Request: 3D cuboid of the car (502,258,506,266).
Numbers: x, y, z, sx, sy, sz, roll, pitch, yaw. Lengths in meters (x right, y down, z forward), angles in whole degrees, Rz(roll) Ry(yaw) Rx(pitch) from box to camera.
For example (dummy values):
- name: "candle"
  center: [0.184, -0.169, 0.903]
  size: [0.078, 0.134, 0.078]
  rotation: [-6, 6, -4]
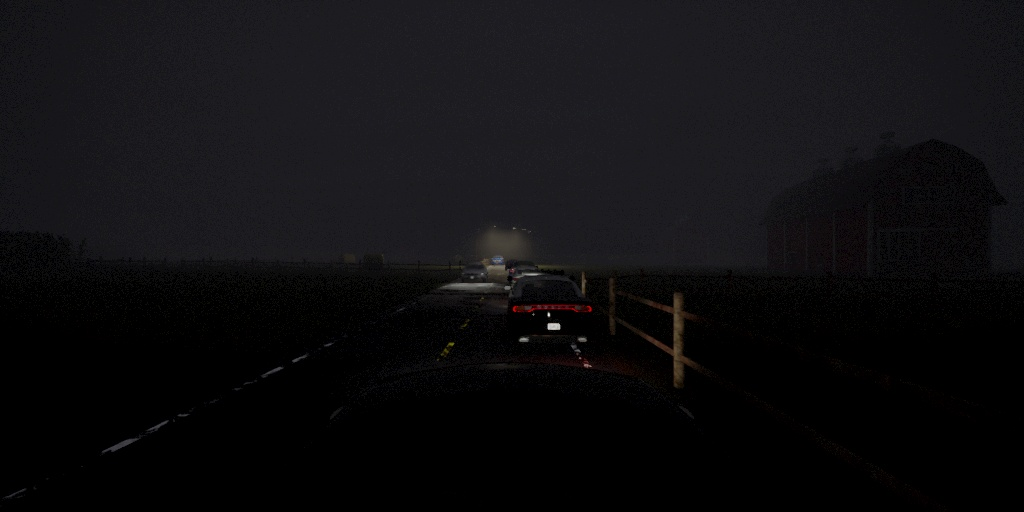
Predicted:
- name: "car"
  center: [0.020, 1.220, 49.789]
  size: [1.882, 1.535, 5.008]
  rotation: [0, 0, 0]

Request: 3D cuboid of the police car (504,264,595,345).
- name: "police car"
  center: [0.819, 1.174, 9.607]
  size: [1.930, 1.638, 5.238]
  rotation: [0, 0, 0]

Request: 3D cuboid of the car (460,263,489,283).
- name: "car"
  center: [-2.869, 1.273, 28.122]
  size: [1.812, 1.442, 4.674]
  rotation: [0, 0, 0]

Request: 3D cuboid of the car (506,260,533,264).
- name: "car"
  center: [0.806, 1.099, 25.467]
  size: [2.097, 1.767, 4.553]
  rotation: [0, 0, 0]
